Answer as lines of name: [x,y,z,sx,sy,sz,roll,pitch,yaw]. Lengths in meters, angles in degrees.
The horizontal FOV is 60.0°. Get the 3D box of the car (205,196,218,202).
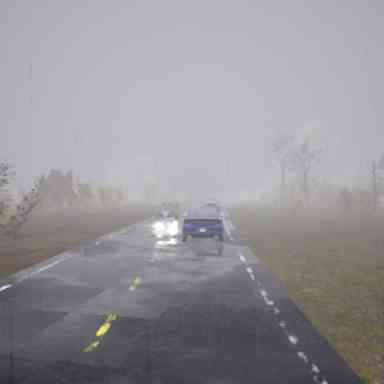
car: [2.249,1.545,37.643,1.812,1.442,4.674,0,0,6]

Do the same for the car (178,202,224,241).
car: [0.581,1.487,16.736,1.882,1.535,5.008,0,0,3]

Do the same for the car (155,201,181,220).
car: [-1.858,1.502,28.218,2.128,1.511,4.902,0,0,5]

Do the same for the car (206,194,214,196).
car: [3.696,1.141,68.251,1.837,1.490,4.892,0,0,11]
